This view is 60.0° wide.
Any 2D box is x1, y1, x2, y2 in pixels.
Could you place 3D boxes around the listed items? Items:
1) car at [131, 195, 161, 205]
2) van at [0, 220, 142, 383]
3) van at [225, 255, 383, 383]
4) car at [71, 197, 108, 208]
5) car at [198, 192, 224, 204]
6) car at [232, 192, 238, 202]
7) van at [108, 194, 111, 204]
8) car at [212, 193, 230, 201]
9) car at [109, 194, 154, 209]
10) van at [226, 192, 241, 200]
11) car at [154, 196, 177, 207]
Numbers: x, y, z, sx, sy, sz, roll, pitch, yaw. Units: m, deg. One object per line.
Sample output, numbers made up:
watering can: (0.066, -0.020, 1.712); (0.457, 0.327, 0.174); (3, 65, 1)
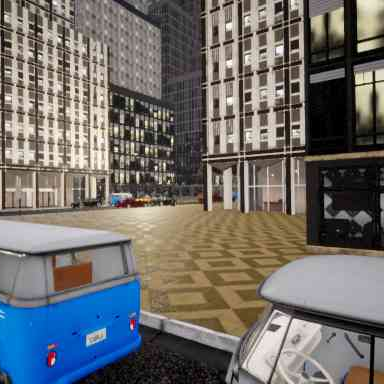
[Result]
car: (-7.251, 1.277, 52.739); (1.752, 1.417, 4.829); (0, 0, 36)
van: (-2.545, 1.342, 4.703); (3.998, 1.788, 1.690); (0, -1, 36)
van: (1.995, 1.341, 1.464); (3.998, 1.788, 1.690); (0, -1, 36)
car: (-13.815, 1.402, 43.776); (1.947, 1.339, 4.313); (0, 0, 36)
car: (2.960, 0.908, 52.504); (2.192, 1.841, 5.009); (0, 0, 36)
car: (6.294, 1.100, 57.053); (2.008, 1.369, 4.403); (0, 0, 36)
van: (-10.485, 1.134, 48.326); (1.690, 1.788, 3.998); (0, 0, 36)
car: (6.178, 1.015, 71.079); (1.967, 1.590, 4.097); (0, 0, 36)
car: (-7.031, 1.266, 38.858); (1.887, 1.381, 4.507); (0, 0, 36)
van: (9.510, 0.871, 75.630); (1.690, 1.788, 3.998); (0, 0, 36)
car: (-3.700, 1.229, 43.407); (2.008, 1.369, 4.403); (0, 0, 36)
